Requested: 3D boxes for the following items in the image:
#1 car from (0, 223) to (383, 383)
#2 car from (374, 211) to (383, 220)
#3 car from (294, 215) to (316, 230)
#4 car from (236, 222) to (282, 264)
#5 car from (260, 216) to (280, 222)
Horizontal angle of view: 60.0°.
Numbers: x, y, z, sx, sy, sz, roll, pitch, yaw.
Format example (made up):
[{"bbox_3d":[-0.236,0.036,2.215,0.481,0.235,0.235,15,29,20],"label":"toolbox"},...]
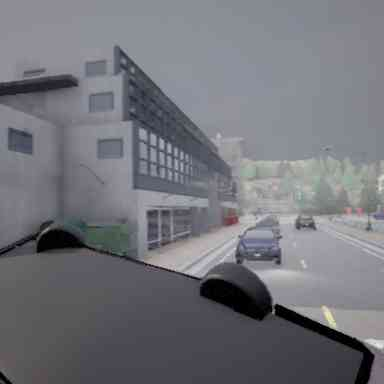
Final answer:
[{"bbox_3d":[-1.030,1.605,3.497,5.357,1.411,2.033,5,25,38],"label":"car"},{"bbox_3d":[30.735,3.682,52.337,3.633,1.501,1.845,-2,-3,14],"label":"car"},{"bbox_3d":[12.335,3.279,36.361,2.128,1.511,4.902,-2,-3,14],"label":"car"},{"bbox_3d":[3.194,2.381,15.553,1.812,1.442,4.674,-2,-3,14],"label":"car"},{"bbox_3d":[6.225,2.985,27.291,1.994,1.385,4.181,-2,-3,15],"label":"car"}]
